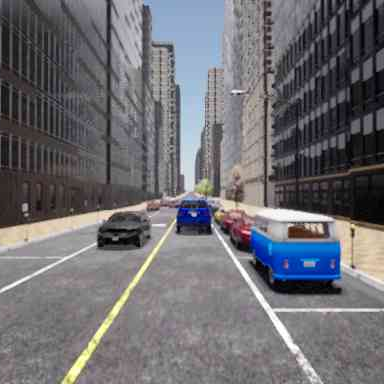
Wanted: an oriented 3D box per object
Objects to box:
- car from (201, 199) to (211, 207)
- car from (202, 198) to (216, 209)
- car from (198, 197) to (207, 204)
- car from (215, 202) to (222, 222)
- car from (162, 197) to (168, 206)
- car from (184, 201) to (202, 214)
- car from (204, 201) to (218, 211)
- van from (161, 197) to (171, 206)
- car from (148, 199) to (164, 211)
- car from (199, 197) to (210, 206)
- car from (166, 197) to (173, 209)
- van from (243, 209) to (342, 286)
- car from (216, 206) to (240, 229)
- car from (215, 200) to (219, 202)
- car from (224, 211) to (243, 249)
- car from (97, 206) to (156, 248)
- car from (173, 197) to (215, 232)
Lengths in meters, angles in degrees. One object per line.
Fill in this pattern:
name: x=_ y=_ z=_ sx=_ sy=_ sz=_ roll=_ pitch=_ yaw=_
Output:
car: x=2.754 y=2.167 z=66.621 sx=1.752 sy=1.417 sz=4.829 roll=0 pitch=0 yaw=0
car: x=2.743 y=1.856 z=55.060 sx=2.192 sy=1.841 sz=5.009 roll=0 pitch=0 yaw=0
car: x=2.777 y=2.147 z=89.242 sx=2.192 sy=1.841 sz=5.009 roll=0 pitch=0 yaw=0
car: x=2.714 y=1.800 z=26.742 sx=1.752 sy=1.417 sz=4.829 roll=0 pitch=-1 yaw=0
car: x=-5.626 y=2.222 z=66.460 sx=1.802 sy=1.307 sz=4.206 roll=0 pitch=0 yaw=0
car: x=0.139 y=1.917 z=42.190 sx=2.128 sy=1.511 sz=4.902 roll=0 pitch=-1 yaw=0
car: x=2.737 y=2.036 z=49.362 sx=1.887 sy=1.381 sz=4.507 roll=0 pitch=0 yaw=0
van: x=-5.621 y=2.031 z=72.161 sx=1.690 sy=1.788 sz=3.998 roll=0 pitch=0 yaw=0
car: x=-5.643 y=2.073 z=49.370 sx=1.802 sy=1.307 sz=4.206 roll=0 pitch=-1 yaw=0
car: x=2.760 y=2.005 z=72.152 sx=2.192 sy=1.841 sz=5.009 roll=0 pitch=0 yaw=0
car: x=-3.003 y=2.083 z=56.921 sx=1.812 sy=1.442 sz=4.674 roll=0 pitch=0 yaw=1
van: x=2.698 y=1.442 z=9.483 sx=1.690 sy=1.788 sz=3.998 roll=0 pitch=-1 yaw=0
car: x=2.709 y=1.798 z=20.874 sx=1.802 sy=1.307 sz=4.206 roll=0 pitch=-1 yaw=0
car: x=2.726 y=1.937 z=37.966 sx=2.008 sy=1.369 sz=4.403 roll=0 pitch=-1 yaw=0
car: x=2.703 y=1.741 z=15.178 sx=1.802 sy=1.307 sz=4.206 roll=0 pitch=-1 yaw=0
car: x=-3.085 y=1.643 z=15.919 sx=1.882 sy=1.535 sz=5.008 roll=0 pitch=-1 yaw=0
car: x=0.121 y=1.450 z=22.019 sx=2.150 sy=2.045 sz=5.566 roll=0 pitch=0 yaw=0
